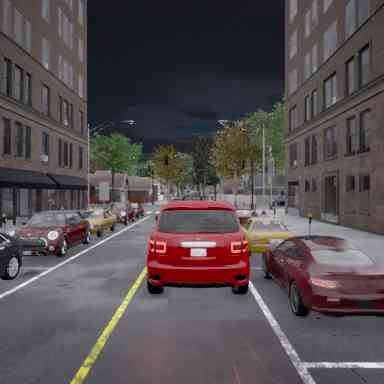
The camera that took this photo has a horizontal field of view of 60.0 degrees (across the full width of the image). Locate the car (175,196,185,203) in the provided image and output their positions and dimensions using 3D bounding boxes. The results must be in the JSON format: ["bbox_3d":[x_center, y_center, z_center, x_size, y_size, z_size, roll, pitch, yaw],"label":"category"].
[{"bbox_3d":[-2.679,1.628,74.508,1.994,1.385,4.181,0,0,0],"label":"car"}]

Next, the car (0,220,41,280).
[{"bbox_3d":[-5.359,1.552,7.215,2.008,1.369,4.403,0,0,0],"label":"car"}]

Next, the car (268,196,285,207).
[{"bbox_3d":[13.616,1.291,48.914,4.553,1.767,2.097,0,0,0],"label":"car"}]

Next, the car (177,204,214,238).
[{"bbox_3d":[0.187,1.512,18.929,1.837,1.490,4.892,0,0,1],"label":"car"}]

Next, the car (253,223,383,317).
[{"bbox_3d":[2.665,1.583,7.179,1.802,1.307,4.206,0,0,0],"label":"car"}]

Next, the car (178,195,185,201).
[{"bbox_3d":[-2.655,1.620,84.758,1.812,1.442,4.674,0,0,0],"label":"car"}]

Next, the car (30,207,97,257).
[{"bbox_3d":[-5.332,1.443,12.734,1.967,1.590,4.097,0,0,0],"label":"car"}]

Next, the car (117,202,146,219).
[{"bbox_3d":[-5.250,1.596,29.290,1.802,1.307,4.206,0,0,0],"label":"car"}]

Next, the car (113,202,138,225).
[{"bbox_3d":[-5.278,1.450,23.771,1.967,1.590,4.097,0,0,0],"label":"car"}]

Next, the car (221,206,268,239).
[{"bbox_3d":[2.720,1.551,18.215,1.887,1.381,4.507,0,0,0],"label":"car"}]

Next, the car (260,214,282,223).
[{"bbox_3d":[2.693,1.529,12.867,1.752,1.417,4.829,0,0,0],"label":"car"}]

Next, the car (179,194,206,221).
[{"bbox_3d":[0.108,1.235,28.942,2.150,2.045,5.566,0,0,2],"label":"car"}]

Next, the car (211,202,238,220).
[{"bbox_3d":[2.775,1.580,29.252,1.947,1.339,4.313,0,0,0],"label":"car"}]

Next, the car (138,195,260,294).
[{"bbox_3d":[0.135,1.223,8.900,2.150,2.045,5.566,0,0,0],"label":"car"}]

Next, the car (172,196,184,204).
[{"bbox_3d":[-2.740,1.606,64.620,2.033,1.411,5.357,0,0,1],"label":"car"}]

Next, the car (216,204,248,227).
[{"bbox_3d":[2.747,1.592,23.733,1.802,1.307,4.206,0,0,0],"label":"car"}]

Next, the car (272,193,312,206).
[{"bbox_3d":[15.682,1.150,52.185,5.566,2.045,2.150,0,0,-1],"label":"car"}]

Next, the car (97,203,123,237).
[{"bbox_3d":[-5.306,1.532,18.082,1.752,1.417,4.829,0,0,0],"label":"car"}]
